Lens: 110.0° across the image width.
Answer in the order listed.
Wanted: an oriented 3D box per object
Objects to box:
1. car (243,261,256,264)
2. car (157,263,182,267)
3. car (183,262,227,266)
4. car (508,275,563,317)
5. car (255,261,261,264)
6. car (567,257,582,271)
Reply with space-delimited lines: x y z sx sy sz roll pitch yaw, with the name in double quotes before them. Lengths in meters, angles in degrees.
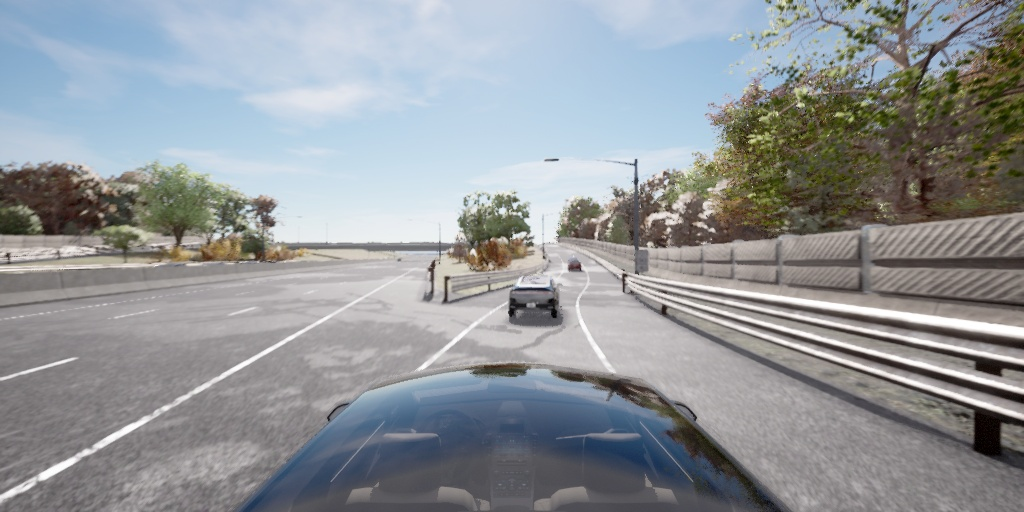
"car" -37.712 1.535 51.809 1.837 1.490 4.892 0 0 -11
"car" -34.469 1.493 36.237 1.837 1.490 4.892 0 0 -11
"car" -31.110 1.439 37.264 1.882 1.535 5.008 0 0 -11
"car" 1.027 1.544 14.827 2.128 1.511 4.902 0 -1 9
"car" -33.994 1.601 51.084 1.895 1.301 4.718 0 0 -11
"car" 9.686 1.322 55.707 2.097 1.767 4.553 0 2 9
